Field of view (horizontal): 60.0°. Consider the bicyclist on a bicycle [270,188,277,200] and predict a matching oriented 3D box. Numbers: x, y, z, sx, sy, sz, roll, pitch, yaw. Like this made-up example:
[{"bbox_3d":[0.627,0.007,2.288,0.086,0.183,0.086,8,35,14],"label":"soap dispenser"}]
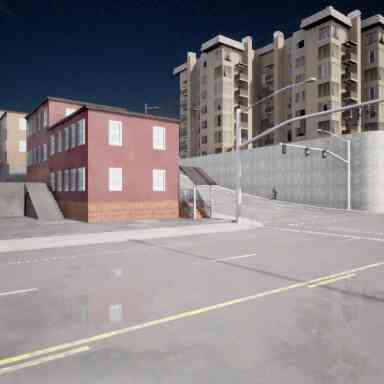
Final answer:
[{"bbox_3d":[11.200,0.301,45.389,1.656,1.620,0.582,0,6,-35],"label":"bicyclist on a bicycle"}]
